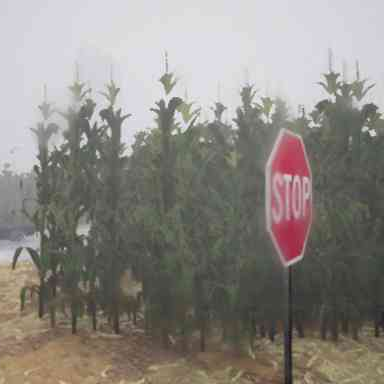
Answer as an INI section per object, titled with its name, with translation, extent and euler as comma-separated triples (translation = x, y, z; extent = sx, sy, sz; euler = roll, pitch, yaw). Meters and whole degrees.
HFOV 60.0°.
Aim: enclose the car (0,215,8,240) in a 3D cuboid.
[car]
translation = -9.543, 1.690, 14.681
extent = 1.895, 1.301, 4.718
euler = -1, 0, 35
